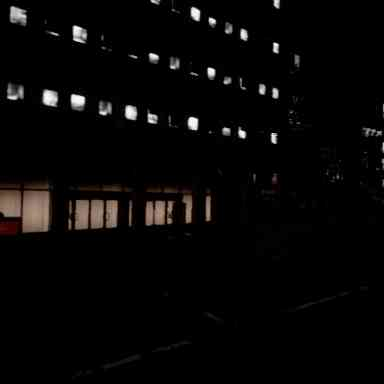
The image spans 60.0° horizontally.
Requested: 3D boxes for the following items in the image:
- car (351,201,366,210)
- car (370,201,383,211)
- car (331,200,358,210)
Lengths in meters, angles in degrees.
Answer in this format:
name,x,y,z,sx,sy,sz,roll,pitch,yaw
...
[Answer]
name,x,y,z,sx,sy,sz,roll,pitch,yaw
car,24.891,2.207,52.507,1.752,1.417,4.829,1,-1,-35
car,28.052,2.069,47.991,1.967,1.590,4.097,1,-1,-35
car,28.401,2.406,62.105,1.967,1.590,4.097,1,-1,-35
